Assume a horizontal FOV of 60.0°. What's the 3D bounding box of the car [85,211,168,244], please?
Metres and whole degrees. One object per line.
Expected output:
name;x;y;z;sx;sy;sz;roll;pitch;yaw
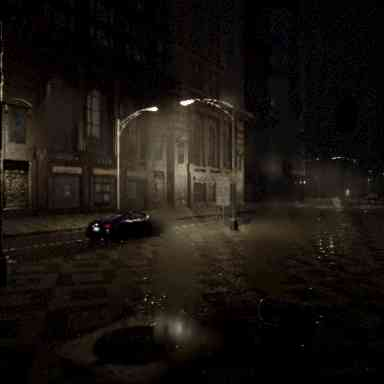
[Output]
car;-3.020;1.595;16.137;1.994;1.385;4.181;0;0;36
